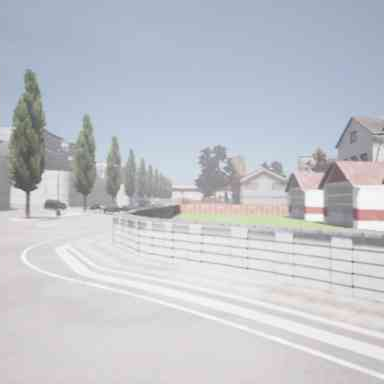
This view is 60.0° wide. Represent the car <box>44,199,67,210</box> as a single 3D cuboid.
[{"bbox_3d":[-26.225,2.462,63.917,5.566,2.045,2.150,-1,-2,39],"label":"car"}]

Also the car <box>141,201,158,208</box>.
[{"bbox_3d":[-8.552,3.058,64.777,2.033,1.411,5.357,1,-1,1],"label":"car"}]

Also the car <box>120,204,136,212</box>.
[{"bbox_3d":[-12.101,2.996,63.152,1.994,1.385,4.181,1,-1,1],"label":"car"}]

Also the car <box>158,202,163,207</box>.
[{"bbox_3d":[-8.263,3.218,80.493,1.994,1.385,4.181,1,-1,1],"label":"car"}]

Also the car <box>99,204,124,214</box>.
[{"bbox_3d":[-12.292,2.635,51.559,2.128,1.511,4.902,1,-2,2],"label":"car"}]

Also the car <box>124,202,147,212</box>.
[{"bbox_3d":[-8.778,2.758,51.991,1.994,1.385,4.181,1,-1,2],"label":"car"}]

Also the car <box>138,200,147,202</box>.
[{"bbox_3d":[-11.758,2.856,80.600,2.150,2.045,5.566,1,-1,1],"label":"car"}]

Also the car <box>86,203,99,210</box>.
[{"bbox_3d":[-20.032,2.870,66.985,2.128,1.511,4.902,1,-1,1],"label":"car"}]
